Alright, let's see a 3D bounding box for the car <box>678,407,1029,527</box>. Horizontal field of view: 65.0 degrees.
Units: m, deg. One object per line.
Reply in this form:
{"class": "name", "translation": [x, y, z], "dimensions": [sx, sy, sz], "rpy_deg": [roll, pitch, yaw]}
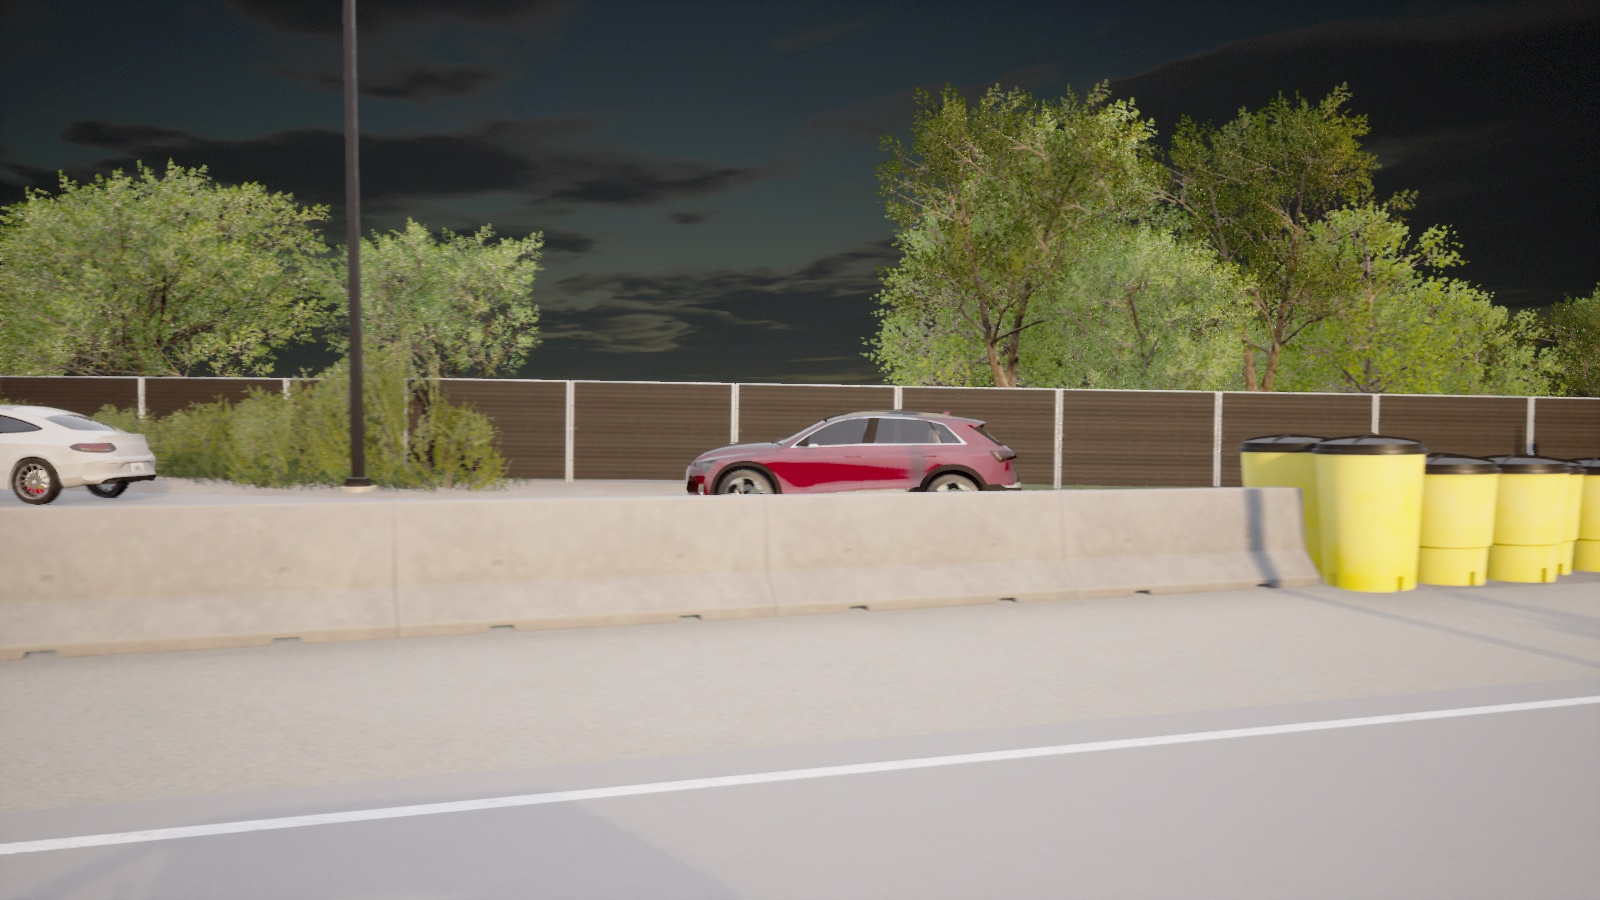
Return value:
{"class": "car", "translation": [0.759, 0.207, 18.412], "dimensions": [4.856, 1.649, 2.033], "rpy_deg": [0, 1, 2]}

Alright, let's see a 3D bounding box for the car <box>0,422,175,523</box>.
{"class": "car", "translation": [-12.354, 0.306, 19.259], "dimensions": [4.674, 1.442, 1.812], "rpy_deg": [0, 2, 5]}
